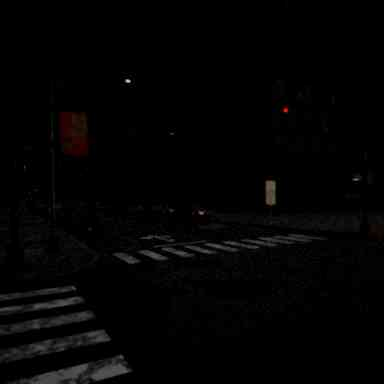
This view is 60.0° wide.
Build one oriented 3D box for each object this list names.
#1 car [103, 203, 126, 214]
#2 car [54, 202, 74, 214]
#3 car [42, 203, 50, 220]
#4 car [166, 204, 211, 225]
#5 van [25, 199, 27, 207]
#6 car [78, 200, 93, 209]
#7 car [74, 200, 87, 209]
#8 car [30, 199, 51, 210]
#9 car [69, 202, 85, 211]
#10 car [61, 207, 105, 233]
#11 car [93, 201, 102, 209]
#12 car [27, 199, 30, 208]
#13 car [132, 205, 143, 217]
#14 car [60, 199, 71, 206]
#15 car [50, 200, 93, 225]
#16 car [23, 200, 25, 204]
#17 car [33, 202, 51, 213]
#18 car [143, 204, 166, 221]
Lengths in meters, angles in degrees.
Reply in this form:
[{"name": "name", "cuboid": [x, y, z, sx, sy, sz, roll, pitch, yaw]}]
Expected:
[{"name": "car", "cuboid": [-10.563, 2.221, 46.430, 1.887, 1.381, 4.507, -1, 0, -29]}, {"name": "car", "cuboid": [-19.765, 2.427, 51.265, 2.128, 1.511, 4.902, -1, 0, -29]}, {"name": "car", "cuboid": [-15.364, 2.261, 37.438, 1.752, 1.417, 4.829, -1, 0, -29]}, {"name": "car", "cuboid": [-0.167, 1.740, 27.389, 1.967, 1.590, 4.097, -1, 0, -29]}, {"name": "van", "cuboid": [-38.853, 2.955, 80.441, 1.690, 1.788, 3.998, -1, 0, -29]}, {"name": "car", "cuboid": [-20.965, 2.502, 65.473, 1.967, 1.590, 4.097, -1, 0, -29]}, {"name": "car", "cuboid": [-23.564, 2.600, 70.234, 1.967, 1.590, 4.097, -1, 0, -29]}, {"name": "car", "cuboid": [-25.853, 2.437, 56.634, 2.192, 1.841, 5.009, -1, 0, -29]}, {"name": "car", "cuboid": [-20.120, 2.555, 58.176, 1.994, 1.385, 4.181, -1, 0, -29]}, {"name": "car", "cuboid": [-7.644, 2.023, 23.303, 1.947, 1.339, 4.313, -1, 0, -29]}, {"name": "car", "cuboid": [-15.350, 2.166, 49.481, 2.097, 1.767, 4.553, -1, 0, -28]}, {"name": "car", "cuboid": [-31.053, 2.633, 66.157, 2.192, 1.841, 5.009, -1, 0, -29]}, {"name": "car", "cuboid": [-5.362, 2.069, 36.909, 1.802, 1.307, 4.206, -1, 0, -29]}, {"name": "car", "cuboid": [-33.966, 2.870, 89.277, 2.192, 1.841, 5.009, -1, 0, -29]}, {"name": "car", "cuboid": [-10.251, 1.866, 28.065, 2.192, 1.841, 5.009, -1, 0, -29]}, {"name": "car", "cuboid": [-41.450, 3.153, 85.202, 1.967, 1.590, 4.097, -1, 0, -29]}, {"name": "car", "cuboid": [-23.245, 2.607, 51.872, 1.802, 1.307, 4.206, -1, 0, -29]}, {"name": "car", "cuboid": [-2.766, 1.833, 32.149, 1.967, 1.590, 4.097, -1, 0, -29]}]
